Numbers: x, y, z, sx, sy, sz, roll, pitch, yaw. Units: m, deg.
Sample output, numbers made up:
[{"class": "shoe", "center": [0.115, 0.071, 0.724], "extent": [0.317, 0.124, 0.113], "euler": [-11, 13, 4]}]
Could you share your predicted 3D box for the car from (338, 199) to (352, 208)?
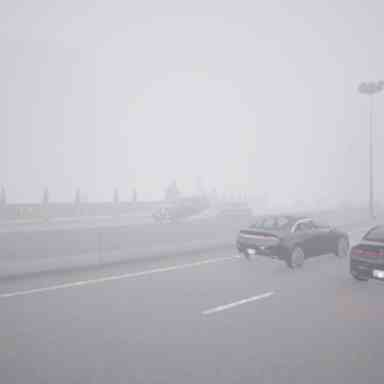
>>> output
[{"class": "car", "center": [24.532, 1.822, 53.382], "extent": [2.033, 1.411, 5.357], "euler": [0, 0, 22]}]

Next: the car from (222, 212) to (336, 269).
[{"class": "car", "center": [3.601, 1.551, 11.420], "extent": [4.902, 1.511, 2.128], "euler": [0, 0, -40]}]

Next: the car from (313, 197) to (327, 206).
[{"class": "car", "center": [23.644, 1.670, 61.522], "extent": [2.097, 1.767, 4.553], "euler": [0, 0, 18]}]

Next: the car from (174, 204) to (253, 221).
[{"class": "car", "center": [1.448, 1.626, 19.162], "extent": [4.674, 1.442, 1.812], "euler": [0, 0, -44]}]

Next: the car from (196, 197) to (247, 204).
[{"class": "car", "center": [2.761, 1.485, 25.470], "extent": [2.097, 1.767, 4.553], "euler": [0, 0, 42]}]

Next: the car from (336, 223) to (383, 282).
[{"class": "car", "center": [5.950, 1.551, 8.847], "extent": [4.892, 1.490, 1.837], "euler": [0, 0, -41]}]

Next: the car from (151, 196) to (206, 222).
[{"class": "car", "center": [-0.673, 1.361, 26.847], "extent": [2.150, 2.045, 5.566], "euler": [0, 0, 44]}]

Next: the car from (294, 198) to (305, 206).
[{"class": "car", "center": [20.074, 1.794, 61.895], "extent": [1.882, 1.535, 5.008], "euler": [0, 0, 18]}]
